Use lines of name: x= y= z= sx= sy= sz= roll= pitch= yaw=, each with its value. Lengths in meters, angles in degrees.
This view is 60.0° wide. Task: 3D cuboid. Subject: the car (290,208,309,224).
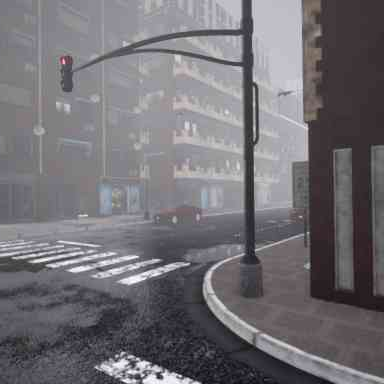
car: x=7.927 y=1.371 z=21.992 sx=1.887 sy=1.381 sz=4.507 roll=-1 pitch=0 yaw=36

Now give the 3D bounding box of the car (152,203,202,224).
car: x=-0.997 y=1.513 z=24.391 sx=1.887 sy=1.381 sz=4.507 roll=-1 pitch=0 yaw=36
